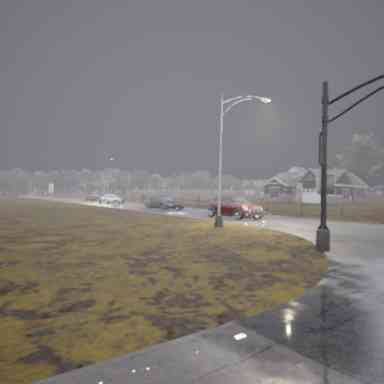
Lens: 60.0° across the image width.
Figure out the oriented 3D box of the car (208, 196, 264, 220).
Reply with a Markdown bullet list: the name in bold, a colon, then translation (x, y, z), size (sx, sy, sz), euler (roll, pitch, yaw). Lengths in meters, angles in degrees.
- **car**: translation (3.237, 1.091, 24.926), size (2.097, 1.767, 4.553), euler (2, 0, -35)

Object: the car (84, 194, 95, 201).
- **car**: translation (-18.162, 1.000, 61.176), size (2.033, 1.411, 5.357), euler (2, -1, -35)

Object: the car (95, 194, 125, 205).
- **car**: translation (-11.026, 1.005, 44.979), size (1.812, 1.442, 4.674), euler (2, -1, -35)

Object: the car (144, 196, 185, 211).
- **car**: translation (-2.920, 1.162, 33.559), size (2.033, 1.411, 5.357), euler (2, 0, -36)

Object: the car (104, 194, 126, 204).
- **car**: translation (-12.360, 1.080, 53.027), size (1.994, 1.385, 4.181), euler (2, -1, -35)
